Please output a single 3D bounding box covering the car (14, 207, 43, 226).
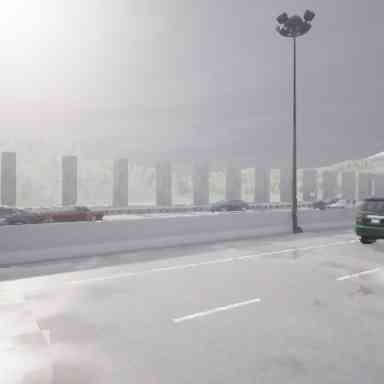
[{"bbox_3d":[-10.876,1.506,17.674,4.892,1.490,1.837,0,0,-35],"label":"car"}]

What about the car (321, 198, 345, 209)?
[{"bbox_3d":[16.304,1.513,35.549,4.674,1.442,1.812,0,0,-32],"label":"car"}]

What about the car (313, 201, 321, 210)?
[{"bbox_3d":[16.630,1.464,39.877,5.008,1.535,1.882,0,0,-32],"label":"car"}]

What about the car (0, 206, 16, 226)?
[{"bbox_3d":[-10.194,1.526,13.875,4.674,1.442,1.812,0,0,-36],"label":"car"}]

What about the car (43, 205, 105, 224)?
[{"bbox_3d":[-8.747,1.599,23.429,4.718,1.301,1.895,0,0,-34],"label":"car"}]

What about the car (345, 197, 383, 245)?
[{"bbox_3d":[9.335,1.216,14.316,5.566,2.045,2.150,0,0,-33],"label":"car"}]

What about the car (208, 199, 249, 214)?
[{"bbox_3d":[3.945,1.496,36.013,4.892,1.490,1.837,0,0,-33],"label":"car"}]
